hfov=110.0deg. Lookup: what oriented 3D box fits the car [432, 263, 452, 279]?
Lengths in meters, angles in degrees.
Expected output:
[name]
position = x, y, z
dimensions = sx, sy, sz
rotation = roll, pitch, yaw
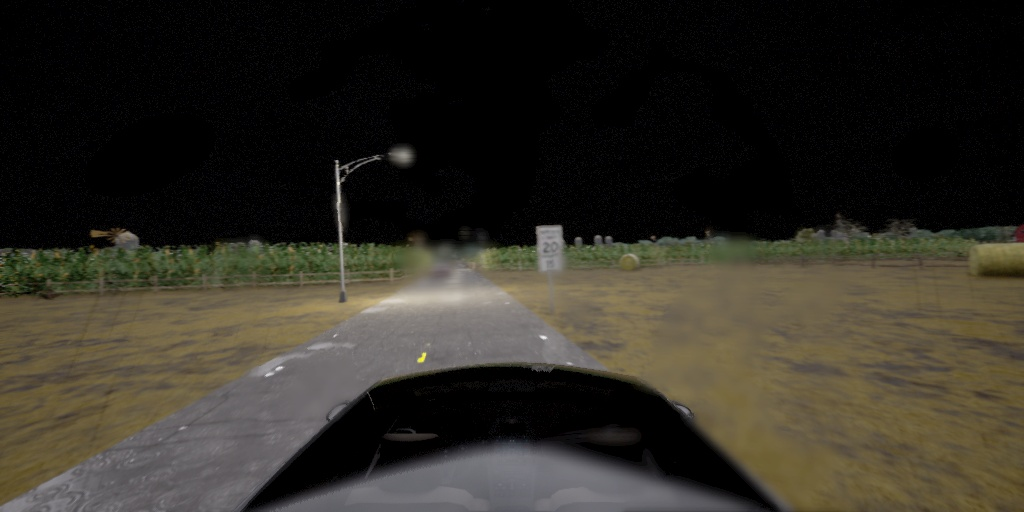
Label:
[car]
position = -8.098, 1.622, 41.777
dimensions = 2.097, 1.767, 4.553
rotation = -3, 0, -8
